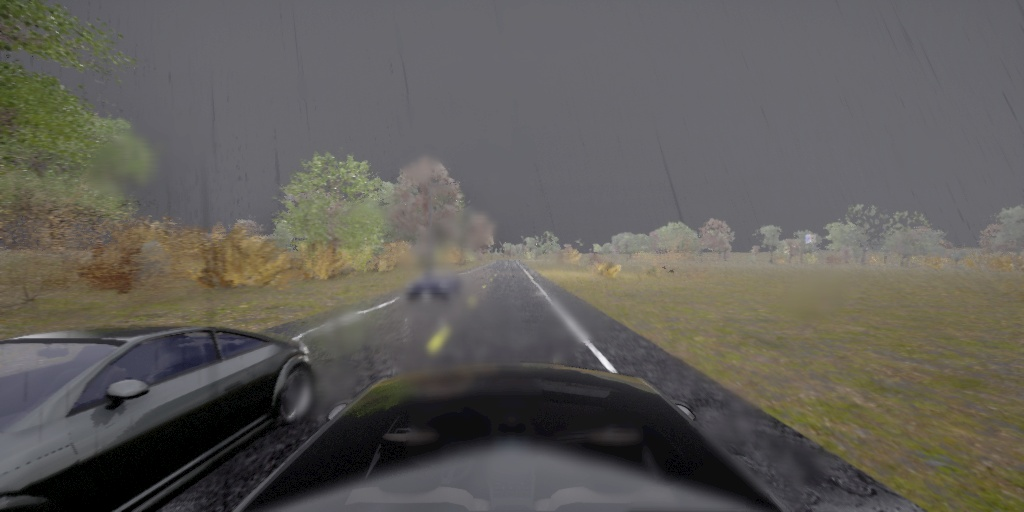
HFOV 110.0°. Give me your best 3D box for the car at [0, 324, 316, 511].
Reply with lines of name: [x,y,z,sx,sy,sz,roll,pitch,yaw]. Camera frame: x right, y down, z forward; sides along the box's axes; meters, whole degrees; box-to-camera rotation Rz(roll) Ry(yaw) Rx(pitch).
car: [-3.524,1.315,2.891,1.994,1.385,4.181,0,0,1]

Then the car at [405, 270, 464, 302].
car: [-3.521,1.355,16.998,1.895,1.301,4.718,0,0,1]
